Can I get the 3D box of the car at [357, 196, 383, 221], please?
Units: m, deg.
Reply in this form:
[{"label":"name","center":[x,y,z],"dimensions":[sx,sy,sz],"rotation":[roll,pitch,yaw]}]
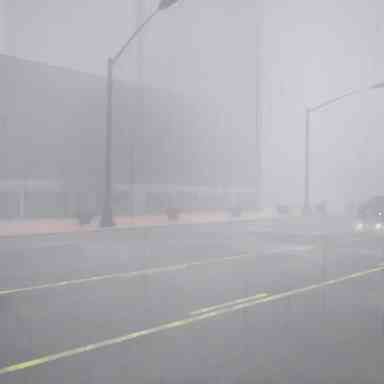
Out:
[{"label":"car","center":[16.535,1.333,28.684],"dimensions":[5.566,2.045,2.150],"rotation":[1,0,-35]}]
